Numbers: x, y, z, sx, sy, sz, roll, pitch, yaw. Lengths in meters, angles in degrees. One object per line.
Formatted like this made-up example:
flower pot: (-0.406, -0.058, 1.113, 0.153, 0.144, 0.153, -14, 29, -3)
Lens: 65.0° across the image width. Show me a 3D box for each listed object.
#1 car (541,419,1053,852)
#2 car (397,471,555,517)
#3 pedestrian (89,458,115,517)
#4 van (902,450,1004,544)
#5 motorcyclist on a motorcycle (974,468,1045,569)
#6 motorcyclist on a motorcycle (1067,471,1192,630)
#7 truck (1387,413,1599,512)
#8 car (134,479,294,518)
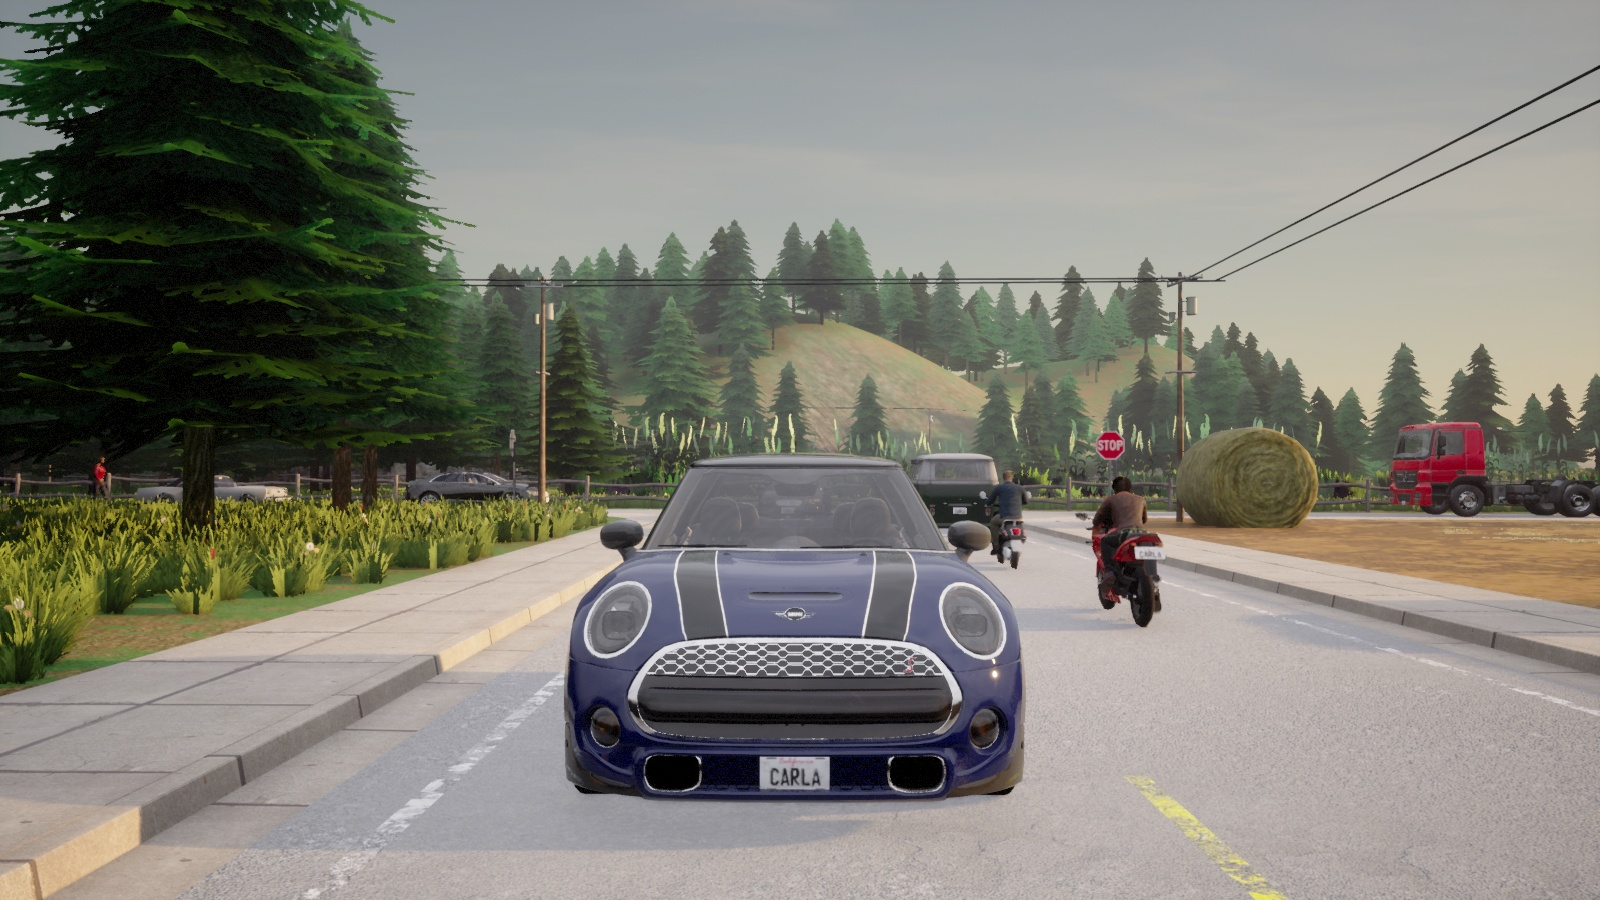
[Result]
car: (-0.021, 0.798, 7.441, 2.097, 1.767, 4.553, 0, -1, 0)
car: (-11.184, 1.512, 43.634, 4.902, 1.511, 2.128, 0, -1, 3)
pedestrian: (-22.050, 1.193, 39.688, 0.636, 1.846, 0.331, 0, -1, 11)
van: (3.424, 1.038, 28.899, 1.775, 1.987, 4.442, 0, -1, 0)
motorcyclist on a motorcycle: (3.445, 1.103, 20.804, 0.866, 1.590, 1.817, 0, -1, 0)
motorcyclist on a motorcycle: (3.465, 1.009, 13.399, 0.797, 1.523, 2.044, 0, 0, 0)
truck: (25.905, 0.455, 45.448, 7.936, 3.462, 2.891, 0, -1, 3)
car: (-20.475, 1.699, 44.022, 4.718, 1.301, 1.895, 0, -1, 1)
